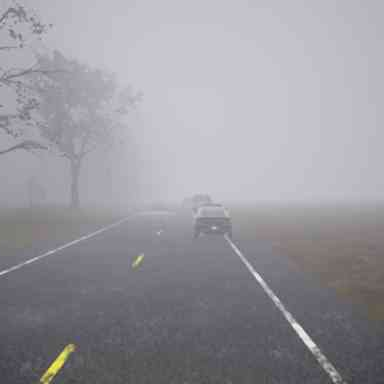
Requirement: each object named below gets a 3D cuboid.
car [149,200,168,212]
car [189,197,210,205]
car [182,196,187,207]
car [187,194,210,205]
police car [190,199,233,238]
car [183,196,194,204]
[{"bbox_3d":[-3.855,1.586,39.337,1.994,1.385,4.181,0,0,-1],"label":"car"},{"bbox_3d":[0.927,1.489,27.627,1.882,1.535,5.008,0,0,-1],"label":"car"},{"bbox_3d":[-0.454,1.390,52.340,2.097,1.767,4.553,0,0,-1],"label":"car"},{"bbox_3d":[0.865,1.240,33.664,2.150,2.045,5.566,0,0,-1],"label":"car"},{"bbox_3d":[1.003,1.430,17.728,1.930,1.638,5.238,0,0,0],"label":"police car"},{"bbox_3d":[-0.784,1.531,68.182,2.128,1.511,4.902,0,0,-1],"label":"car"}]
